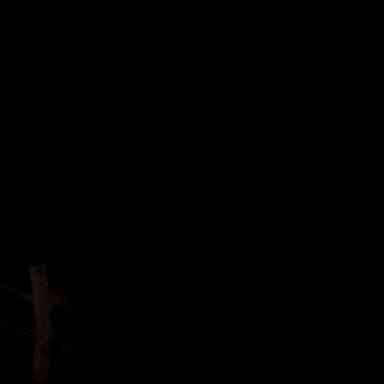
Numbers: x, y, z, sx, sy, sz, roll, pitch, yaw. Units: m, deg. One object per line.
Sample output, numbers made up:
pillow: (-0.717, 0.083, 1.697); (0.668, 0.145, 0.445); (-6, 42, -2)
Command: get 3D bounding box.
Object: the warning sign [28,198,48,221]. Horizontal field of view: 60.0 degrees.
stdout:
warning sign: (-13.176, 1.472, 28.479); (1.300, 1.860, 1.060); (0, 0, 35)
